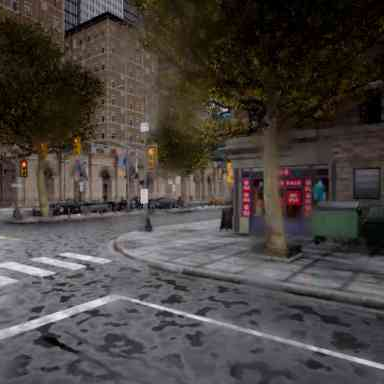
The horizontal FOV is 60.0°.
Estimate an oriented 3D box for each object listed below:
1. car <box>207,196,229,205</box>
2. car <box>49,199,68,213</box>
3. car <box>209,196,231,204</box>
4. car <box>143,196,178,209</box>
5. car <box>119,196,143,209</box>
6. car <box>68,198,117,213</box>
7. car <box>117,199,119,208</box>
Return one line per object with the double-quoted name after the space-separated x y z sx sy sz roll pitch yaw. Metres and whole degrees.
4.386 1.477 56.723 1.882 1.535 5.008 0 0 36 "car"
-13.876 1.504 37.477 1.837 1.490 4.892 0 0 36 "car"
5.355 1.477 63.949 1.882 1.535 5.008 0 0 36 "car"
-3.935 1.505 45.261 1.837 1.490 4.892 0 0 36 "car"
-7.401 1.352 46.439 2.097 1.767 4.553 0 0 36 "car"
-10.694 1.563 35.904 1.994 1.385 4.181 0 0 36 "car"
-10.206 1.594 47.937 1.895 1.301 4.718 0 0 36 "car"
